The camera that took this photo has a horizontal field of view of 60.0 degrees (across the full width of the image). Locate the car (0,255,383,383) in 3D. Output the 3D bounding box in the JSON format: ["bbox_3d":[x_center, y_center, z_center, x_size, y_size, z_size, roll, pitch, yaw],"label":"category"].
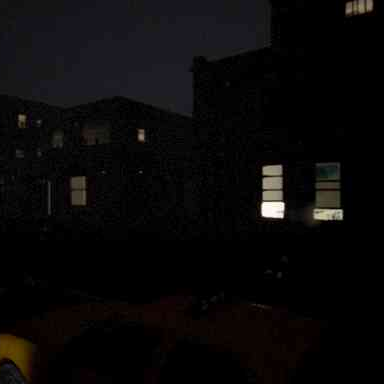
[{"bbox_3d":[-0.068,1.519,2.926,4.829,1.417,1.752,0,0,35],"label":"car"}]

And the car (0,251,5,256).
[{"bbox_3d":[-4.442,1.558,6.036,4.206,1.307,1.802,0,0,35],"label":"car"}]
